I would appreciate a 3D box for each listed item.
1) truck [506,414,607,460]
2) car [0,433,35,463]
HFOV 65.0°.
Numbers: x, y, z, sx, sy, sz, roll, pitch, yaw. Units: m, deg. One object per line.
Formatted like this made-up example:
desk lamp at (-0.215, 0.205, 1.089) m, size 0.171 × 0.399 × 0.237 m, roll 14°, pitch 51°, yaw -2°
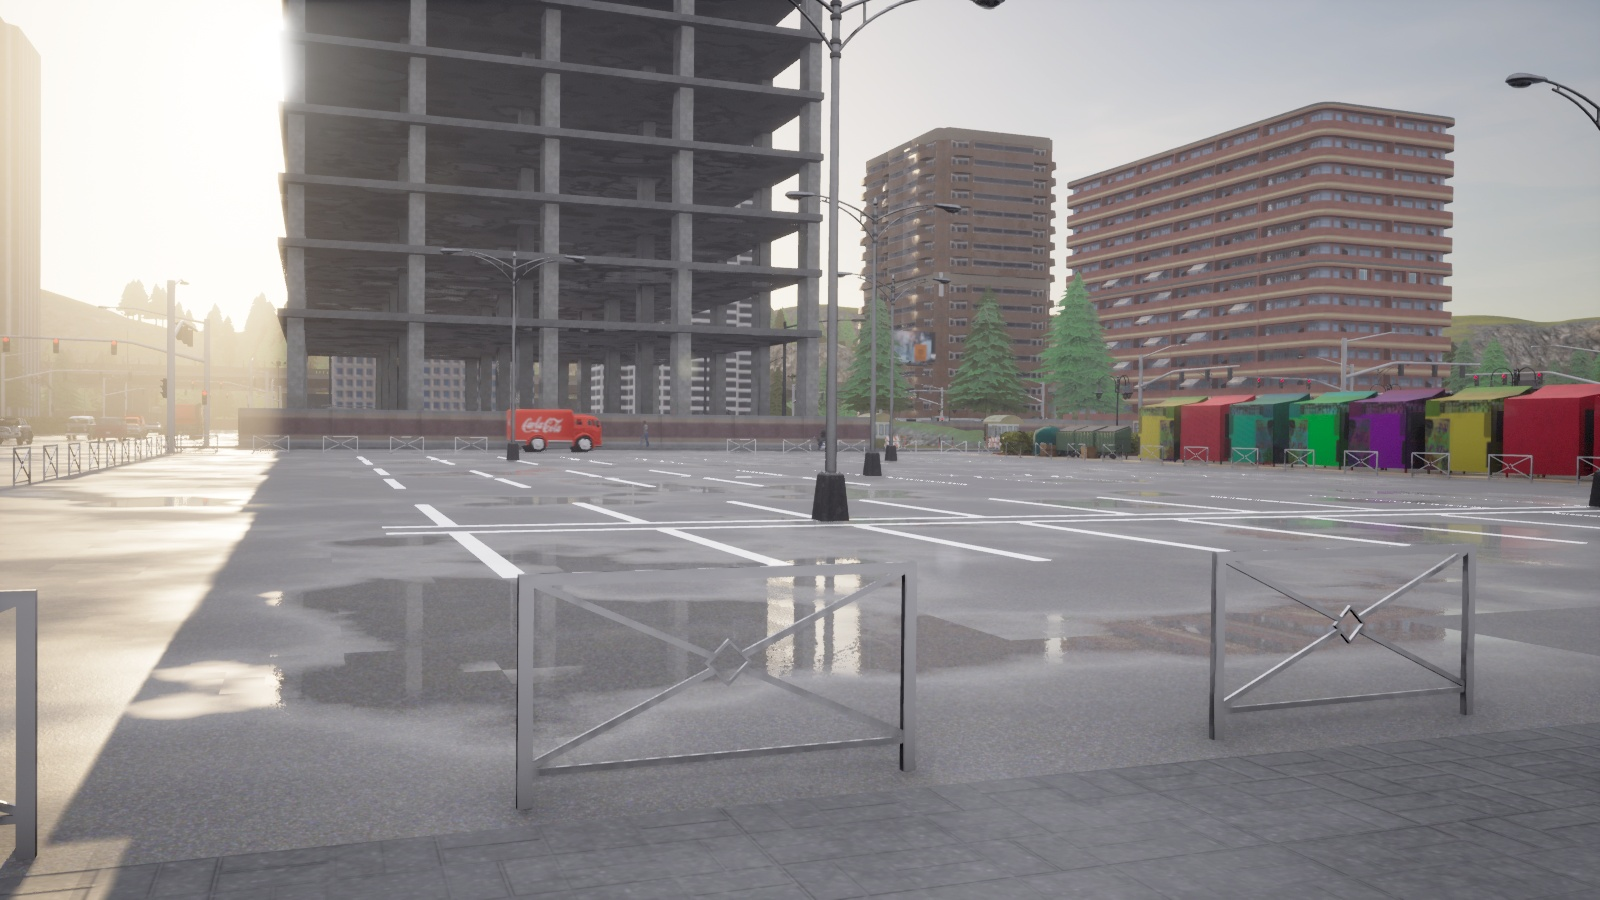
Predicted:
truck at (-13.852, -0.756, 71.390) m, size 5.204 × 2.467 × 2.627 m, roll -1°, pitch 1°, yaw -21°
car at (-51.124, -0.155, 81.269) m, size 1.932 × 1.855 × 4.605 m, roll -1°, pitch 1°, yaw -21°
